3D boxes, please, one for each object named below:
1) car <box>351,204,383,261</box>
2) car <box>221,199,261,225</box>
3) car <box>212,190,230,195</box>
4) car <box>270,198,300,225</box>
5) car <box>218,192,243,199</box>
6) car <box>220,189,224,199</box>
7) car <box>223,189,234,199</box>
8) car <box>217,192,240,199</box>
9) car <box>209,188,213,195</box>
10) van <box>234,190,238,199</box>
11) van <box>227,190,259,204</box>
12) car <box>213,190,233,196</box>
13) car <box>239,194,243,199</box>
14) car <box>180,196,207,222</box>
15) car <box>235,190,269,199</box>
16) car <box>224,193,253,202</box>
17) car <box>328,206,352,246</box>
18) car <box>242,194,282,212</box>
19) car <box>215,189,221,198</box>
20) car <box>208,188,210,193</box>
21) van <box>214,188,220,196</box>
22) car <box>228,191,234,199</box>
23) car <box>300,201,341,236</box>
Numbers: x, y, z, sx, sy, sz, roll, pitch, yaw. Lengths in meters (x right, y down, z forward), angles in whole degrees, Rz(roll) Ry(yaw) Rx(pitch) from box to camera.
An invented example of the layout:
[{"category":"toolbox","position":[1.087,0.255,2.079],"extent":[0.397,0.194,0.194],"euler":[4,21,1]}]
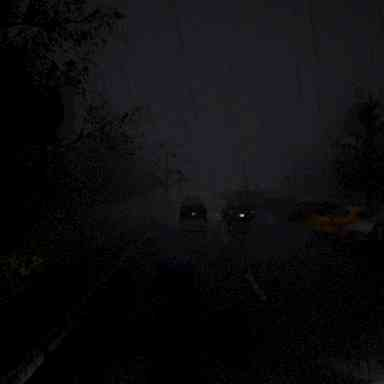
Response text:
[{"category":"car","position":[8.049,1.197,10.119],"extent":[5.566,2.045,2.435],"euler":[1,1,-20]},{"category":"car","position":[3.102,1.401,22.669],"extent":[1.994,1.385,4.181],"euler":[0,1,0]},{"category":"car","position":[8.075,0.215,93.846],"extent":[4.674,1.452,2.002],"euler":[0,1,-20]},{"category":"car","position":[8.047,1.361,22.137],"extent":[4.792,1.488,2.163],"euler":[1,1,-20]},{"category":"car","position":[8.103,0.774,69.995],"extent":[4.792,1.488,2.163],"euler":[0,1,-20]},{"category":"car","position":[8.105,0.720,55.069],"extent":[5.566,2.045,2.435],"euler":[1,1,-20]},{"category":"car","position":[8.053,0.786,49.073],"extent":[5.566,2.045,2.435],"euler":[1,1,-20]},{"category":"car","position":[8.072,0.723,72.967],"extent":[4.674,1.452,2.002],"euler":[0,1,-20]},{"category":"car","position":[7.905,0.398,84.833],"extent":[5.366,1.575,1.946],"euler":[0,2,-20]},{"category":"van","position":[8.186,0.878,43.165],"extent":[4.442,1.987,1.878],"euler":[1,0,-20]},{"category":"van","position":[7.970,0.778,52.026],"extent":[4.442,1.987,1.878],"euler":[1,1,-20]},{"category":"car","position":[8.105,0.354,87.894],"extent":[4.792,1.488,2.163],"euler":[0,1,-20]},{"category":"car","position":[8.069,1.208,37.161],"extent":[4.674,1.452,2.002],"euler":[1,0,-20]},{"category":"car","position":[0.102,1.291,24.826],"extent":[1.882,1.535,5.008],"euler":[0,1,0]},{"category":"car","position":[8.046,1.009,40.131],"extent":[4.553,1.767,2.185],"euler":[1,0,-20]},{"category":"car","position":[8.072,0.973,58.043],"extent":[4.674,1.452,2.002],"euler":[1,1,-20]},{"category":"car","position":[8.076,1.462,13.141],"extent":[4.674,1.452,2.002],"euler":[1,1,-20]},{"category":"car","position":[8.048,1.230,34.142],"extent":[4.792,1.488,2.163],"euler":[1,1,-20]},{"category":"car","position":[7.905,0.793,66.926],"extent":[5.366,1.575,1.946],"euler":[0,1,-20]},{"category":"car","position":[7.906,0.244,90.797],"extent":[5.366,1.575,1.946],"euler":[0,2,-20]},{"category":"van","position":[7.972,0.394,75.893],"extent":[4.442,1.987,1.878],"euler":[0,2,-20]},{"category":"car","position":[8.069,1.071,46.107],"extent":[4.892,1.521,2.231],"euler":[1,0,-20]},{"category":"car","position":[8.244,1.393,16.214],"extent":[5.366,1.575,1.946],"euler":[1,0,-20]}]
